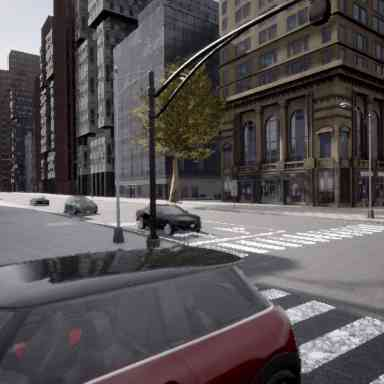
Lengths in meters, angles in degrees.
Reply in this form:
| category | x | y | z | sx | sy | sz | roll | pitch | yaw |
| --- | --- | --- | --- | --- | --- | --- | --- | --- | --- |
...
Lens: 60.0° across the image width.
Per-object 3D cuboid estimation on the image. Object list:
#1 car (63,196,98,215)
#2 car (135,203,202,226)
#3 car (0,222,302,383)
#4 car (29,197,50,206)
| category | x | y | z | sx | sy | sz | roll | pitch | yaw |
| --- | --- | --- | --- | --- | --- | --- | --- | --- | --- |
| car | -10.518 | 1.171 | 31.329 | 2.097 | 1.767 | 4.553 | -1 | 1 | -36 |
| car | -1.435 | 1.423 | 18.806 | 1.882 | 1.535 | 5.008 | -1 | 1 | -36 |
| car | -1.171 | 1.352 | 2.514 | 4.553 | 1.767 | 2.097 | 0 | 0 | -40 |
| car | -21.125 | 1.275 | 46.086 | 1.895 | 1.301 | 4.718 | -1 | 1 | -36 |
